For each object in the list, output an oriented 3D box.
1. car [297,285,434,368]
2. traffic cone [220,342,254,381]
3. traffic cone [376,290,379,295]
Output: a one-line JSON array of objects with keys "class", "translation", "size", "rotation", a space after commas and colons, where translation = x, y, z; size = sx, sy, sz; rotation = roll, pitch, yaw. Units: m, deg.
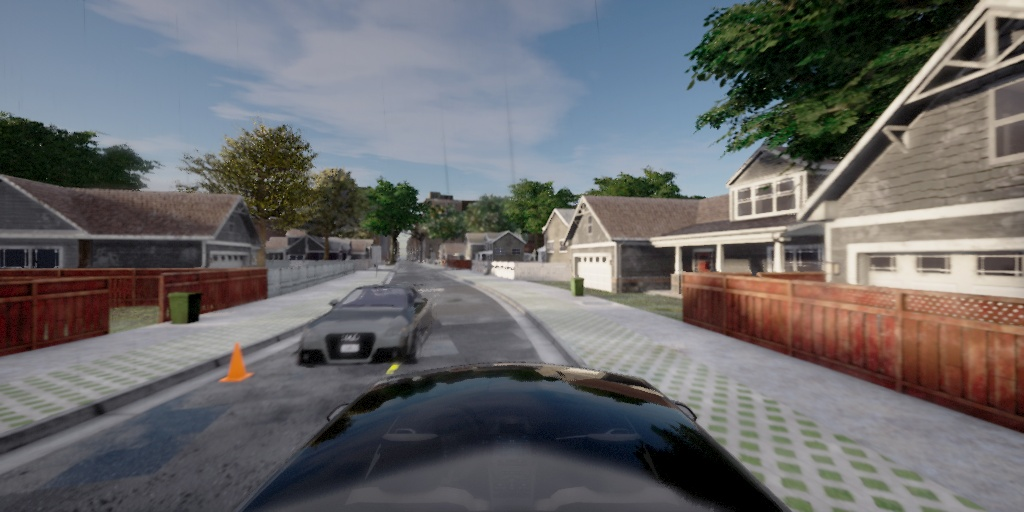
[{"class": "car", "translation": [-2.885, 1.353, 7.935], "size": [1.994, 1.385, 4.181], "rotation": [0, 0, -6]}, {"class": "traffic cone", "translation": [-4.577, 1.737, 5.973], "size": [0.340, 0.580, 0.340], "rotation": [0, 0, -4]}, {"class": "traffic cone", "translation": [-5.854, 1.790, 15.576], "size": [0.340, 0.580, 0.340], "rotation": [0, 0, -11]}]
